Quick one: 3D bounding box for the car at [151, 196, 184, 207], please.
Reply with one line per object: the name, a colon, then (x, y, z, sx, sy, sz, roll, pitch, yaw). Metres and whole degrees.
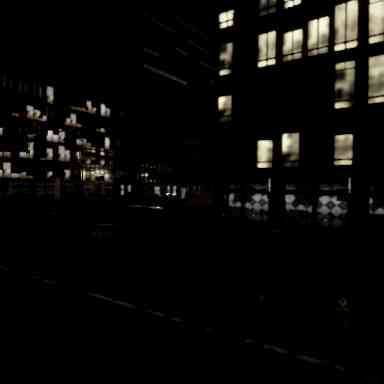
car: (-3.375, 1.326, 46.817, 2.033, 1.411, 5.357, 1, 1, 37)
